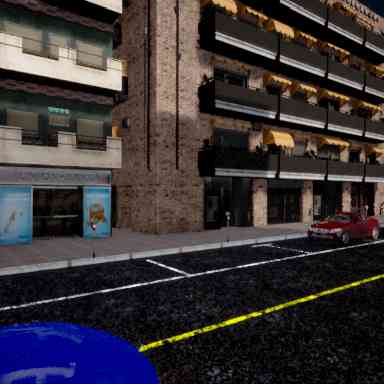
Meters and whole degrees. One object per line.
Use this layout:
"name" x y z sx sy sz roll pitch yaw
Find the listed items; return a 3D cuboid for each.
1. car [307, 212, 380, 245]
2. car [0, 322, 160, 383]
"car" 7.172 1.583 15.538 4.206 1.307 1.802 0 0 -35
"car" -2.485 1.477 1.554 5.008 1.535 1.882 0 0 -35
